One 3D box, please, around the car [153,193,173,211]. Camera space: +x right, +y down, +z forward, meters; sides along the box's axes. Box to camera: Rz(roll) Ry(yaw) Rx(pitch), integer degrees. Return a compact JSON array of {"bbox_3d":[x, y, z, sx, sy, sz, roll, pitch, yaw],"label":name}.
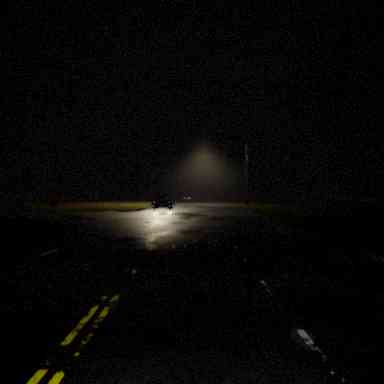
[{"bbox_3d":[-3.499,1.131,40.704,2.150,2.045,5.566,0,1,0],"label":"car"}]
